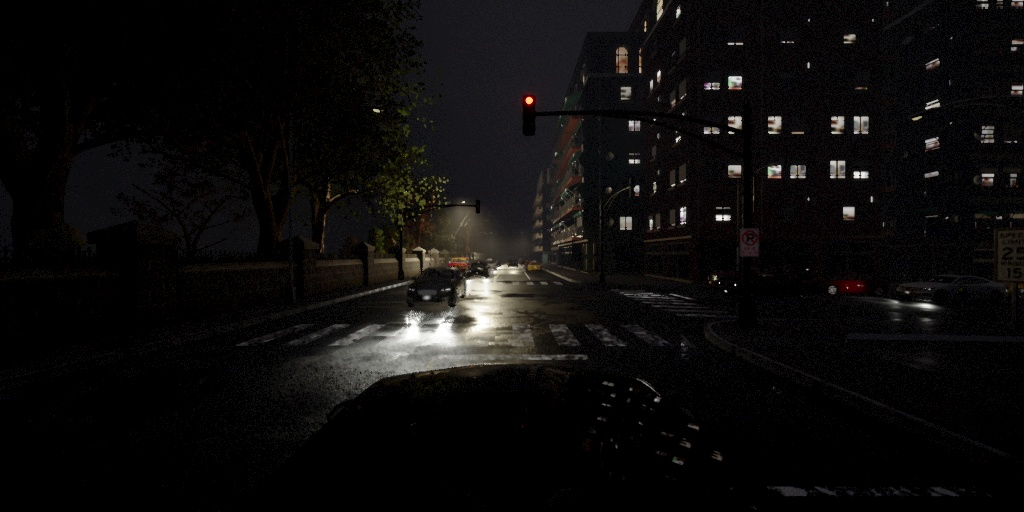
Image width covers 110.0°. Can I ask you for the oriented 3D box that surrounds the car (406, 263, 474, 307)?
[{"bbox_3d":[-3.085,1.241,15.428,2.128,1.511,4.902,0,0,0],"label":"car"}]

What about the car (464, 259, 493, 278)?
[{"bbox_3d":[-3.064,1.258,33.484,1.837,1.490,4.892,0,0,0],"label":"car"}]

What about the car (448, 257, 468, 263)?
[{"bbox_3d":[-5.645,1.070,38.532,2.192,1.841,5.009,0,0,0],"label":"car"}]

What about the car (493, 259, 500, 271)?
[{"bbox_3d":[-3.033,1.287,49.008,1.812,1.442,4.674,0,0,0],"label":"car"}]

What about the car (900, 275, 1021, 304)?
[{"bbox_3d":[23.667,1.723,19.343,4.674,1.442,1.812,1,0,0],"label":"car"}]

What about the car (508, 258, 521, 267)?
[{"bbox_3d":[0.177,1.320,64.305,2.033,1.411,5.357,0,0,-1],"label":"car"}]

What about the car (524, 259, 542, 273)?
[{"bbox_3d":[2.743,1.283,44.228,1.751,1.417,4.829,0,0,0],"label":"car"}]

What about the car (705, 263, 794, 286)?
[{"bbox_3d":[14.623,1.338,21.922,5.009,1.841,2.192,0,0,0],"label":"car"}]

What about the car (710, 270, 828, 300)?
[{"bbox_3d":[13.725,1.618,19.327,4.718,1.301,1.895,1,0,0],"label":"car"}]

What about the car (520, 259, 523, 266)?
[{"bbox_3d":[2.756,1.316,55.128,2.007,1.370,4.403,0,0,0],"label":"car"}]

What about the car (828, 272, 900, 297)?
[{"bbox_3d":[20.318,1.671,21.933,4.507,1.381,1.888,0,0,0],"label":"car"}]

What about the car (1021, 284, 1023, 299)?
[{"bbox_3d":[31.539,1.857,21.954,4.829,1.417,1.751,0,0,0],"label":"car"}]

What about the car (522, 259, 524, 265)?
[{"bbox_3d":[2.749,1.307,49.593,1.888,1.381,4.507,0,0,0],"label":"car"}]
